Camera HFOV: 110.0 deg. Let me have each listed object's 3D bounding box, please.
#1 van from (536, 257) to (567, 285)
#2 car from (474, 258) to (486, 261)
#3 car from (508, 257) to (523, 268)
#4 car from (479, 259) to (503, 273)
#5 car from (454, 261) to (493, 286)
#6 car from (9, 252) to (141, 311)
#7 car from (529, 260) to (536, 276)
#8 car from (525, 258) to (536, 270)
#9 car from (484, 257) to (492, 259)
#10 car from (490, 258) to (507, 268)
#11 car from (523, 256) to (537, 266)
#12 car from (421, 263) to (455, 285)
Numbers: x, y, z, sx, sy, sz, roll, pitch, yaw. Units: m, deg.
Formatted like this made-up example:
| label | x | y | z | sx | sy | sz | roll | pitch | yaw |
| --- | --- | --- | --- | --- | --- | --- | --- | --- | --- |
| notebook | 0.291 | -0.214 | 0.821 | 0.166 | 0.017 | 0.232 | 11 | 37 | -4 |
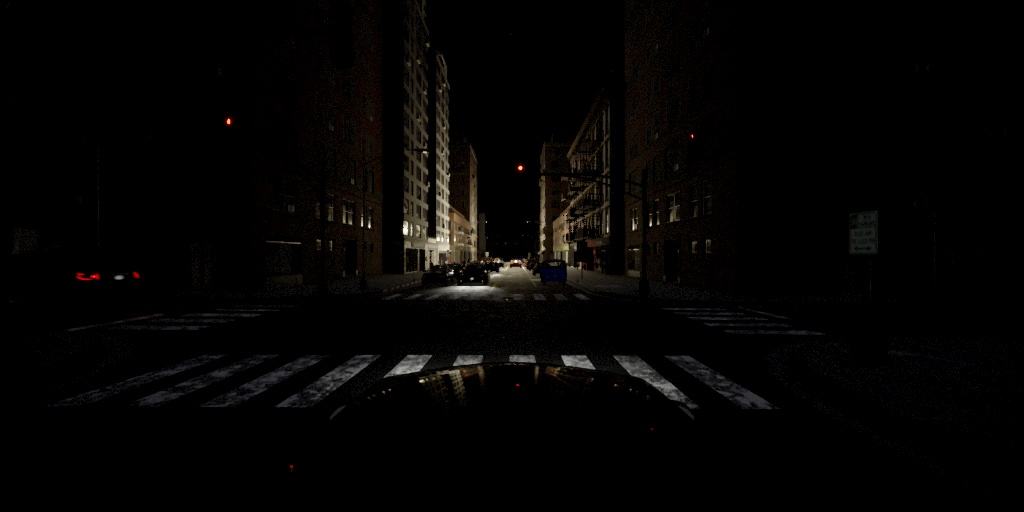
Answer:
| label | x | y | z | sx | sy | sz | roll | pitch | yaw |
| --- | --- | --- | --- | --- | --- | --- | --- | --- | --- |
| van | 2.855 | 1.089 | 25.395 | 1.690 | 1.789 | 3.998 | 0 | 0 | 1 |
| car | -4.957 | 1.268 | 48.019 | 1.751 | 1.417 | 4.829 | 0 | 0 | 1 |
| car | 0.639 | 1.336 | 59.078 | 1.895 | 1.301 | 4.718 | 0 | 0 | 1 |
| car | -2.460 | 1.346 | 42.464 | 1.895 | 1.301 | 4.718 | 0 | 0 | 1 |
| car | -2.628 | 1.311 | 25.461 | 1.994 | 1.385 | 4.181 | 0 | 0 | 0 |
| car | -17.305 | 0.872 | 13.382 | 5.566 | 2.045 | 2.150 | 0 | 0 | 0 |
| car | 2.962 | 1.329 | 36.757 | 1.802 | 1.307 | 4.207 | 0 | 0 | 1 |
| car | 3.069 | 1.325 | 48.120 | 1.802 | 1.307 | 4.207 | 0 | 0 | 1 |
| car | -4.795 | 1.296 | 65.234 | 1.948 | 1.339 | 4.313 | 0 | 0 | 1 |
| car | -2.227 | 1.336 | 58.723 | 1.895 | 1.301 | 4.718 | 0 | 0 | 1 |
| car | 3.123 | 1.054 | 53.801 | 2.192 | 1.841 | 5.009 | 0 | 0 | 1 |
| car | -5.170 | 1.299 | 25.462 | 2.007 | 1.370 | 4.403 | 0 | 0 | 1 |
